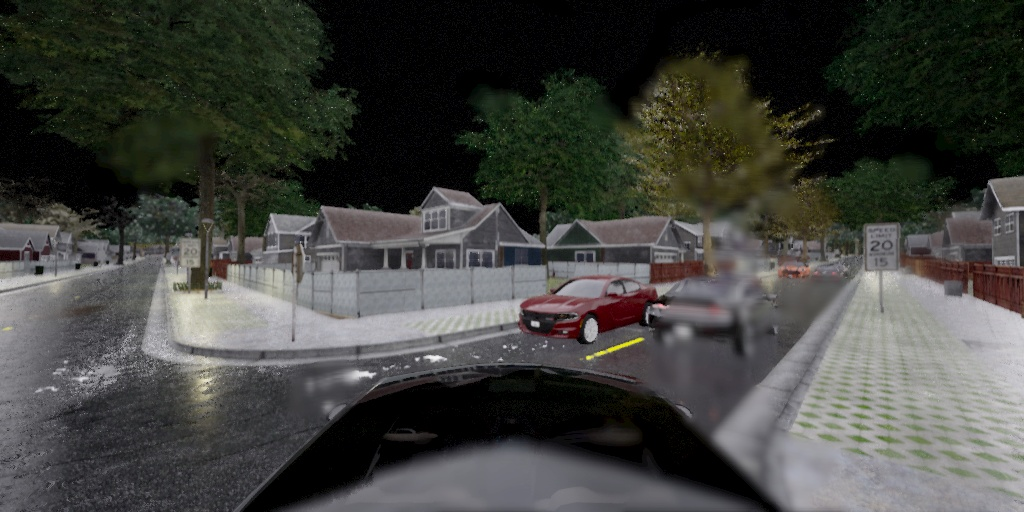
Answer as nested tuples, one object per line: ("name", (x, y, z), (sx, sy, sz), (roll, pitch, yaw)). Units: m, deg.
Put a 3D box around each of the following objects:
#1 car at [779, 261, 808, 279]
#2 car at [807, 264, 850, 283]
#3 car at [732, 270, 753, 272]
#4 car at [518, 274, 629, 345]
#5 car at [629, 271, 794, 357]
("car", (28.019, 1.320, 35.484), (4.553, 1.767, 2.097), (0, 0, -45))
("car", (27.086, 1.490, 30.594), (5.357, 1.411, 2.033), (0, -1, -44))
("car", (12.776, 1.490, 20.442), (4.718, 1.301, 1.895), (0, -1, -45))
("car", (2.294, 1.286, 10.006), (1.882, 1.535, 5.008), (-1, 0, 45))
("car", (5.088, 1.283, 8.768), (4.902, 1.511, 2.128), (0, -1, -45))
